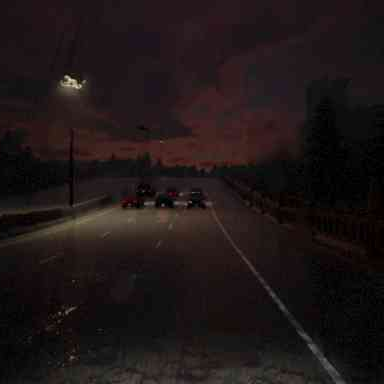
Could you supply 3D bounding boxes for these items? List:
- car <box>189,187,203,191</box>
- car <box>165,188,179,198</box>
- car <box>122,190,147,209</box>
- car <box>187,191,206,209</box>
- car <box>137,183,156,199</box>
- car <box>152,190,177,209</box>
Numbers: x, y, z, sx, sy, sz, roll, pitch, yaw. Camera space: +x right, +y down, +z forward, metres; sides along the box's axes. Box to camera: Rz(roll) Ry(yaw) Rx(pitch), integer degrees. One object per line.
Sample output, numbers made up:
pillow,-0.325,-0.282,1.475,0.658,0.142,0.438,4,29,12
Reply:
car,0.580,0.065,46.660,2.128,1.511,4.902,0,6,1
car,-2.909,0.041,47.614,1.994,1.385,4.181,0,6,0
car,-6.510,0.996,36.945,1.812,1.442,4.674,0,4,1
car,0.470,1.030,36.467,1.812,1.442,4.674,0,4,1
car,-6.419,-0.212,46.752,2.150,2.045,5.566,0,6,1
car,-3.011,0.949,37.285,1.837,1.490,4.892,0,4,1
